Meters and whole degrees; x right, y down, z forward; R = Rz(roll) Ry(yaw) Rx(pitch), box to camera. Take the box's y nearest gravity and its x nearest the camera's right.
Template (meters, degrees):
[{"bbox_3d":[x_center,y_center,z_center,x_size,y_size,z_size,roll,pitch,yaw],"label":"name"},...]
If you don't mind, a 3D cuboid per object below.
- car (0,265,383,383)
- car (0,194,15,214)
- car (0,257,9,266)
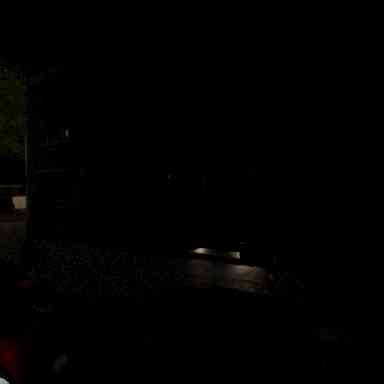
[{"bbox_3d":[-0.010,1.548,2.817,4.507,1.381,1.887,0,0,35],"label":"car"},{"bbox_3d":[-20.498,1.192,32.726,2.150,2.045,5.566,0,0,35],"label":"car"},{"bbox_3d":[-4.512,1.596,6.008,4.206,1.307,1.802,0,0,35],"label":"car"}]
